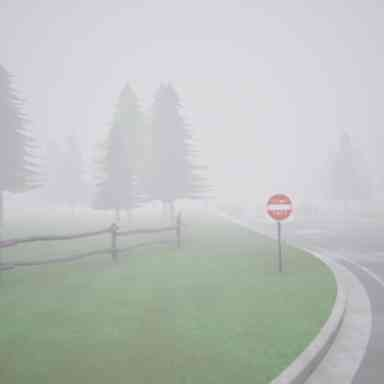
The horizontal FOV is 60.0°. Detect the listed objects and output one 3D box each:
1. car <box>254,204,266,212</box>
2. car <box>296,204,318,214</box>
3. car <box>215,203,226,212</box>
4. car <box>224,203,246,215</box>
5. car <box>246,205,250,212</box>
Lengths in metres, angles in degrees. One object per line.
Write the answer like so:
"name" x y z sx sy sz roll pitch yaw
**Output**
"car" 13.189 3.022 63.571 2.033 1.411 5.357 -1 -2 -2
"car" 17.155 2.503 49.778 1.882 1.535 5.008 -1 -2 -2
"car" 6.190 2.957 63.417 2.097 1.767 4.553 -1 -2 -2
"car" 6.608 2.840 51.524 1.994 1.385 4.181 -1 -2 -2
"car" 9.686 3.147 63.721 1.895 1.301 4.718 -1 -2 -2
